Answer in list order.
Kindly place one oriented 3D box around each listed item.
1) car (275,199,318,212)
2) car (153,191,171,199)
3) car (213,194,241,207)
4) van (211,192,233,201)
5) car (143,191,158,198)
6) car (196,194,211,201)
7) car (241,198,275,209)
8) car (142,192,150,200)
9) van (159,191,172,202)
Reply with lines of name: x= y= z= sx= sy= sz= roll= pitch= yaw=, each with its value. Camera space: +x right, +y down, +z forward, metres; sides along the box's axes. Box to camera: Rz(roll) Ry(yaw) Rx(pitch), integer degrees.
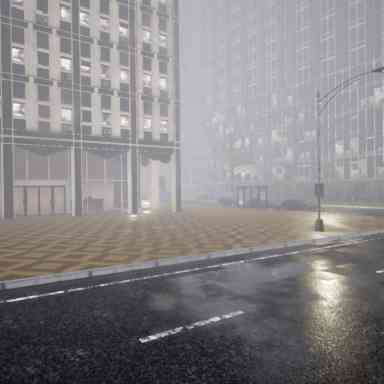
car: x=11.615 y=1.424 z=35.862 sx=1.947 sy=1.339 sz=4.313 roll=0 pitch=1 yaw=-34
car: x=-7.115 y=0.615 z=78.154 sx=2.192 sy=1.841 sz=5.009 roll=0 pitch=1 yaw=-34
car: x=5.241 y=1.319 z=45.276 sx=1.947 sy=1.339 sz=4.313 roll=0 pitch=1 yaw=-34
van: x=5.757 y=0.855 z=59.415 sx=1.690 sy=1.788 sz=3.998 roll=0 pitch=1 yaw=-34
car: x=-10.333 y=0.686 z=82.840 sx=1.967 sy=1.590 sz=4.097 roll=0 pitch=1 yaw=-34
car: x=2.540 y=1.043 z=64.103 sx=1.802 sy=1.307 sz=4.206 roll=0 pitch=1 yaw=-34
car: x=8.411 y=1.388 z=40.559 sx=1.802 sy=1.307 sz=4.206 roll=0 pitch=1 yaw=-34
car: x=-10.804 y=1.039 z=68.729 sx=2.008 sy=1.369 sz=4.403 roll=0 pitch=1 yaw=-34
van: x=-4.368 y=0.937 z=59.357 sx=1.690 sy=1.788 sz=3.998 roll=0 pitch=1 yaw=-34
